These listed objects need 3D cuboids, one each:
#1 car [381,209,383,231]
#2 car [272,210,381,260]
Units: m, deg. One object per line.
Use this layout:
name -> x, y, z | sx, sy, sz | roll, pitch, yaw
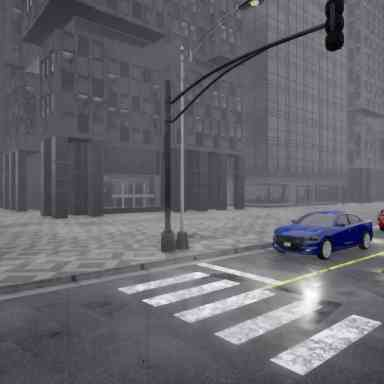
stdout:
car -> 12.773, 1.200, 19.135 | 5.566, 2.045, 2.150 | 0, 0, -40
car -> 5.075, 1.467, 12.665 | 5.008, 1.535, 1.882 | 0, 0, -40
